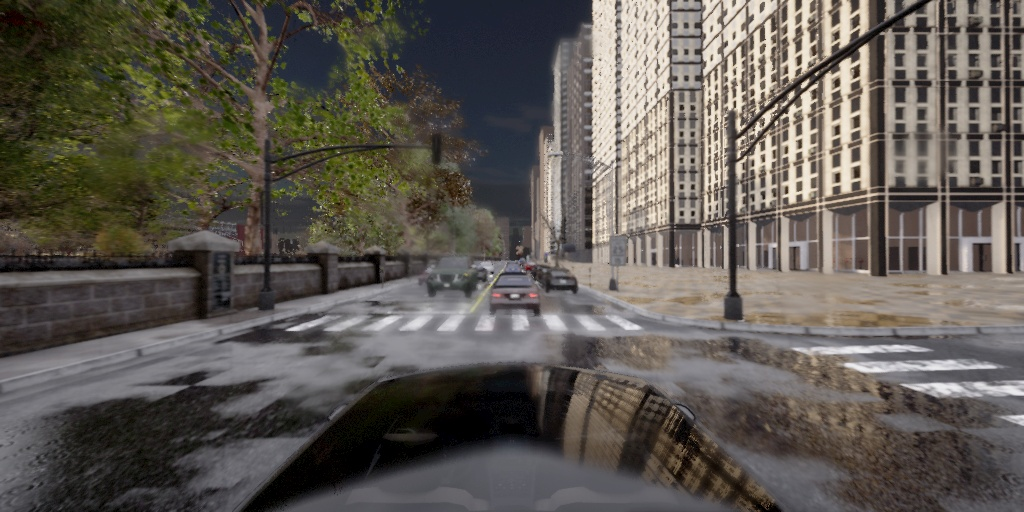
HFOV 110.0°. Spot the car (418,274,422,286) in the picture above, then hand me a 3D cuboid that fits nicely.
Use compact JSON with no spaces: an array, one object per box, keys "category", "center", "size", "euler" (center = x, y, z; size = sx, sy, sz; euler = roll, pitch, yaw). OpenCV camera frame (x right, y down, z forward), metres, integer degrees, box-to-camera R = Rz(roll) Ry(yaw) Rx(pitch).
[{"category":"car","center":[-5.681,1.428,26.538],"size":[1.802,1.307,4.207],"euler":[0,0,0]}]

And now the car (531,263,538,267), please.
[{"category":"car","center":[2.699,1.411,26.535],"size":[1.948,1.339,4.313],"euler":[0,0,0]}]

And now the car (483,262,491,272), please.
[{"category":"car","center":[-3.070,1.423,29.770],"size":[1.994,1.385,4.181],"euler":[0,0,0]}]

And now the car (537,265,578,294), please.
[{"category":"car","center":[2.696,1.389,20.903],"size":[1.948,1.339,4.313],"euler":[0,0,0]}]

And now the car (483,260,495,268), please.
[{"category":"car","center":[-3.043,1.439,42.409],"size":[1.812,1.442,4.674],"euler":[0,0,0]}]

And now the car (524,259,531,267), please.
[{"category":"car","center":[2.709,1.488,49.065],"size":[1.888,1.381,4.507],"euler":[0,0,0]}]

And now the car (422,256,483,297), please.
[{"category":"car","center":[-3.087,1.041,19.793],"size":[2.150,2.045,5.566],"euler":[0,0,0]}]

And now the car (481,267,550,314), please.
[{"category":"car","center":[0.107,1.344,14.013],"size":[2.033,1.411,5.357],"euler":[0,0,0]}]

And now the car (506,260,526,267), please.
[{"category":"car","center":[0.116,1.446,39.177],"size":[2.033,1.411,5.357],"euler":[0,0,0]}]

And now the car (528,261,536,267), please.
[{"category":"car","center":[2.702,1.434,32.168],"size":[1.948,1.339,4.313],"euler":[0,0,0]}]
